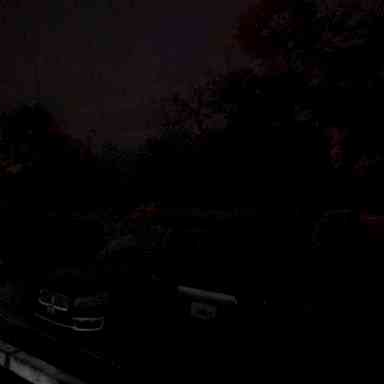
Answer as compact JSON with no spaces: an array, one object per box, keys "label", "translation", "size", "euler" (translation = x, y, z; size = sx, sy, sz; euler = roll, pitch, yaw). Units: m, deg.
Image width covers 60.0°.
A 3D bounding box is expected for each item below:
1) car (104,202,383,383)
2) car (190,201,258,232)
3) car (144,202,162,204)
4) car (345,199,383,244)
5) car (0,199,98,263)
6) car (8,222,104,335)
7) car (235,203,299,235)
[{"label":"car","translation":[1.634,1.197,5.303],"size":[2.435,2.045,5.566],"euler":[0,0,35]},{"label":"car","translation":[2.153,1.431,20.820],"size":[2.097,1.535,5.008],"euler":[0,0,35]},{"label":"car","translation":[-2.431,1.469,23.981],"size":[2.097,1.535,5.008],"euler":[-1,0,35]},{"label":"car","translation":[9.004,1.275,16.037],"size":[2.185,1.767,4.553],"euler":[0,0,35]},{"label":"car","translation":[-5.283,1.228,10.087],"size":[2.435,2.045,5.566],"euler":[0,0,35]},{"label":"car","translation":[-0.686,1.456,6.880],"size":[2.231,1.521,4.892],"euler":[0,0,35]},{"label":"car","translation":[4.443,1.458,19.232],"size":[2.002,1.452,4.674],"euler":[0,0,35]}]
